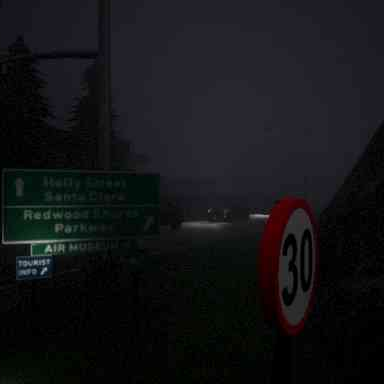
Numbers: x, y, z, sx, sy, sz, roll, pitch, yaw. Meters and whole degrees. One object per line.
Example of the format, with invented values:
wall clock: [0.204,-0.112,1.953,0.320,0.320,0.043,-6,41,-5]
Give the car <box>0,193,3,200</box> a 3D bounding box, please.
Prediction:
car: [-38.552,1.490,70.011,4.514,1.523,2.007,0,0,35]

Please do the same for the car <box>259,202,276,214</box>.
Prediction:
car: [9.086,1.756,36.945,1.994,1.385,4.181,0,0,36]

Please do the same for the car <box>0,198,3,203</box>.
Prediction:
car: [-12.364,1.505,26.061,1.905,1.878,3.866,0,0,35]

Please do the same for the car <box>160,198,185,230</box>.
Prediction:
car: [-2.678,1.414,20.798,2.150,2.045,5.566,0,0,36]

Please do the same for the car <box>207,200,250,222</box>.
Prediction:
car: [3.212,1.544,28.891,2.097,1.767,4.553,0,0,36]
